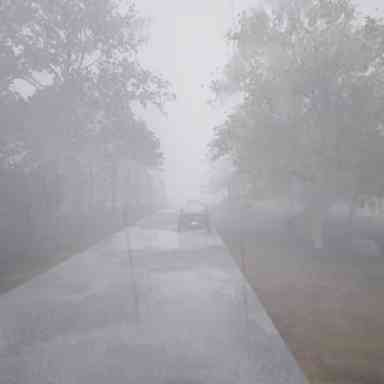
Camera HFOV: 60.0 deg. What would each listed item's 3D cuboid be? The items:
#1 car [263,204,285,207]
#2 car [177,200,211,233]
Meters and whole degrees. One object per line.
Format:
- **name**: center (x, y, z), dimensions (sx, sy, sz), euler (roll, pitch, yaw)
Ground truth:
- **car**: center (19.908, 4.421, 78.848), dimensions (2.435, 2.045, 5.566), euler (0, 1, -18)
- **car**: center (0.118, 1.478, 19.896), dimensions (1.882, 1.535, 5.008), euler (0, 0, 0)
